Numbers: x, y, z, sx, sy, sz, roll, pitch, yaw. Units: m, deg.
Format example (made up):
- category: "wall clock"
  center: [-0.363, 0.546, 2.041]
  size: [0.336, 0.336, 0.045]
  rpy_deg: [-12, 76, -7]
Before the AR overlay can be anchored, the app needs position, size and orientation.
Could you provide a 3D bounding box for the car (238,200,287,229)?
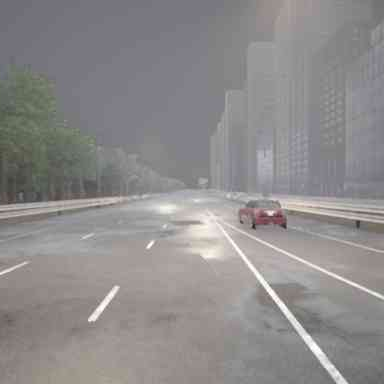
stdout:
- category: "car"
  center: [4.305, 1.261, 20.997]
  size: [2.097, 1.767, 4.553]
  rpy_deg: [0, 0, -4]
